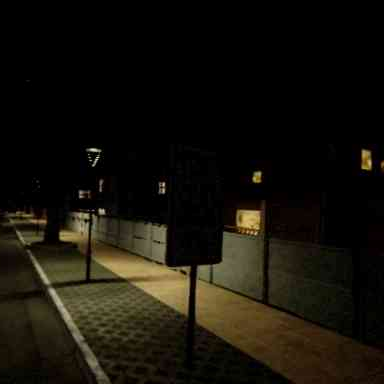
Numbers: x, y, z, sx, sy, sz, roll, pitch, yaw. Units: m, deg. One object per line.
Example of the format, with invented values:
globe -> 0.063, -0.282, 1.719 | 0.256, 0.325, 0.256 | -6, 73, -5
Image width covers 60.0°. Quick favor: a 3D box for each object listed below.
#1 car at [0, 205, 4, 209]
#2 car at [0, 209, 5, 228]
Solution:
car -> -24.174, 2.522, 40.381 | 2.150, 2.045, 5.566 | 3, -3, -30
car -> -18.655, 2.539, 30.832 | 2.033, 1.411, 5.357 | 3, -3, -29
